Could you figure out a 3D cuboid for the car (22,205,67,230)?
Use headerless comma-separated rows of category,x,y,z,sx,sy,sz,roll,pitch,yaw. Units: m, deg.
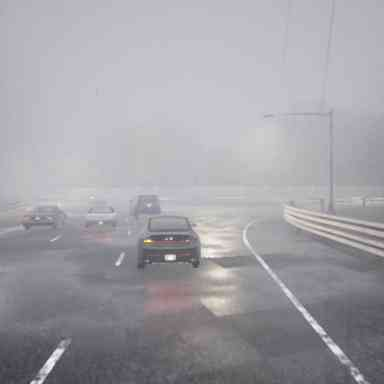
car,-9.407,1.569,21.560,2.033,1.411,5.357,0,0,-13

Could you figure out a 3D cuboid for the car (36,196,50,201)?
car,-37.455,1.683,83.417,4.718,1.301,1.895,0,0,42

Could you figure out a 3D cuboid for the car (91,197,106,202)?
car,-15.986,1.554,56.892,1.812,1.442,4.674,0,0,-30

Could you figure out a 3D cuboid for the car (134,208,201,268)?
car,-0.839,1.503,11.317,1.837,1.490,4.892,0,0,-6

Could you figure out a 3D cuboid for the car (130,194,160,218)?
car,-4.195,1.223,29.362,2.150,2.045,5.566,0,0,-16

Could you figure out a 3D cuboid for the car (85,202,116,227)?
car,-6.122,1.611,22.700,1.895,1.301,4.718,0,0,-13
